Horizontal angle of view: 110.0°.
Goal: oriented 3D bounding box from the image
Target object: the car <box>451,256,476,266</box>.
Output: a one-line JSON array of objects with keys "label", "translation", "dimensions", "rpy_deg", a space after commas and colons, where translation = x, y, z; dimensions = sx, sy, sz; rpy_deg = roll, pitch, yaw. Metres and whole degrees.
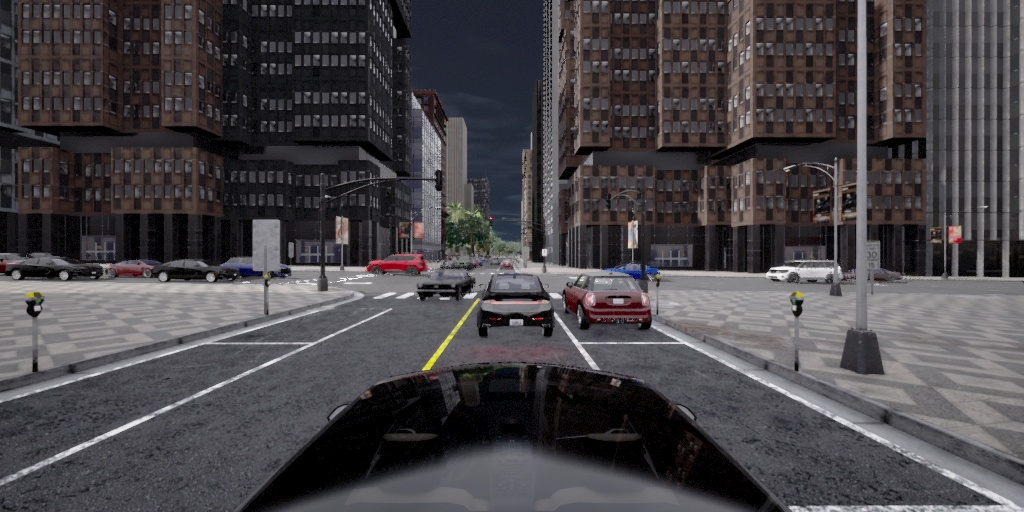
[{"label": "car", "translation": [-6.588, 0.970, 49.372], "dimensions": [2.150, 2.045, 5.566], "rpy_deg": [0, 0, 0]}]

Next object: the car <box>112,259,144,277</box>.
[{"label": "car", "translation": [-28.206, 0.943, 27.472], "dimensions": [4.181, 1.385, 1.994], "rpy_deg": [1, 0, -1]}]

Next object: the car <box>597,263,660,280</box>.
[{"label": "car", "translation": [11.155, 1.477, 34.525], "dimensions": [5.357, 1.411, 2.033], "rpy_deg": [1, 0, -1]}]

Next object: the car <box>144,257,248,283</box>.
[{"label": "car", "translation": [-21.272, 0.959, 24.288], "dimensions": [5.008, 1.535, 1.882], "rpy_deg": [1, 0, -1]}]

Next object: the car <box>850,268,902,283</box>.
[{"label": "car", "translation": [34.365, 1.813, 34.725], "dimensions": [5.357, 1.411, 2.033], "rpy_deg": [1, 0, 0]}]

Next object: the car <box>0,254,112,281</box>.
[{"label": "car", "translation": [-30.739, 0.825, 24.207], "dimensions": [5.008, 1.535, 1.882], "rpy_deg": [1, 0, 0]}]

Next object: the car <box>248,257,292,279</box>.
[{"label": "car", "translation": [-19.563, 0.853, 27.554], "dimensions": [4.553, 1.767, 2.097], "rpy_deg": [1, 0, 0]}]

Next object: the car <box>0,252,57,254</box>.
[{"label": "car", "translation": [-38.021, 0.590, 27.392], "dimensions": [4.553, 1.767, 2.097], "rpy_deg": [1, 0, 0]}]

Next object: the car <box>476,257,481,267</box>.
[{"label": "car", "translation": [-6.668, 1.246, 59.362], "dimensions": [1.882, 1.535, 5.008], "rpy_deg": [0, 0, 0]}]

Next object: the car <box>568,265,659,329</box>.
[{"label": "car", "translation": [2.734, 1.189, 11.171], "dimensions": [1.967, 1.591, 4.097], "rpy_deg": [0, 0, 0]}]

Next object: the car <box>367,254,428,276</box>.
[{"label": "car", "translation": [-10.901, 0.836, 34.340], "dimensions": [5.566, 2.045, 2.150], "rpy_deg": [1, 0, 0]}]

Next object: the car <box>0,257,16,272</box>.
[{"label": "car", "translation": [-46.297, 0.712, 30.769], "dimensions": [4.718, 1.301, 1.895], "rpy_deg": [1, 0, -1]}]

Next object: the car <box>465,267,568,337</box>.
[{"label": "car", "translation": [0.076, 1.241, 10.285], "dimensions": [2.128, 1.511, 4.902], "rpy_deg": [0, 0, -1]}]

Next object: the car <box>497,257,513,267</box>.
[{"label": "car", "translation": [-0.759, 1.194, 52.552], "dimensions": [1.967, 1.591, 4.097], "rpy_deg": [0, 0, -1]}]

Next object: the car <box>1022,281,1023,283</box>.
[{"label": "car", "translation": [48.637, 2.029, 31.510], "dimensions": [5.357, 1.411, 2.033], "rpy_deg": [1, 0, 0]}]

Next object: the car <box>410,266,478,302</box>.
[{"label": "car", "translation": [-3.065, 1.347, 17.333], "dimensions": [1.895, 1.301, 4.718], "rpy_deg": [0, 0, 4]}]

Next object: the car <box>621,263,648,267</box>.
[{"label": "car", "translation": [10.181, 1.397, 31.269], "dimensions": [5.008, 1.535, 1.882], "rpy_deg": [1, 0, -1]}]

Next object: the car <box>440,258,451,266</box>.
[{"label": "car", "translation": [-9.284, 1.320, 52.474], "dimensions": [1.948, 1.339, 4.313], "rpy_deg": [0, 0, -1]}]

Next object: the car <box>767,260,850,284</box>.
[{"label": "car", "translation": [25.565, 1.363, 31.401], "dimensions": [5.566, 2.045, 2.150], "rpy_deg": [1, 0, 0]}]
